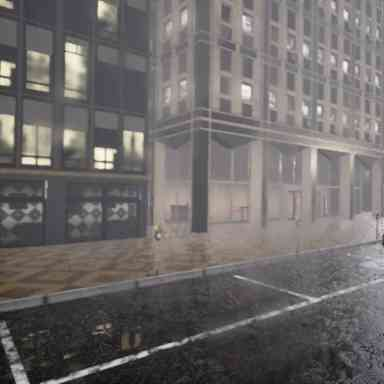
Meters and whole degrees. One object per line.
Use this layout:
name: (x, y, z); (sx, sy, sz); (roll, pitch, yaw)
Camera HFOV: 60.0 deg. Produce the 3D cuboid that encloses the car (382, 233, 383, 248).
car: (9.288, 1.595, 13.172); (4.313, 1.339, 1.947); (0, 1, -35)
